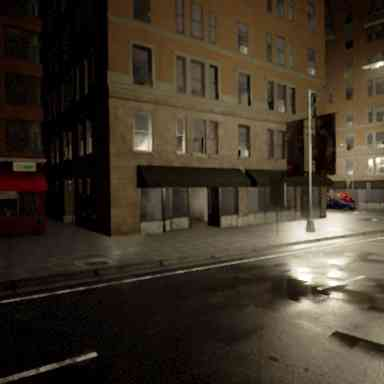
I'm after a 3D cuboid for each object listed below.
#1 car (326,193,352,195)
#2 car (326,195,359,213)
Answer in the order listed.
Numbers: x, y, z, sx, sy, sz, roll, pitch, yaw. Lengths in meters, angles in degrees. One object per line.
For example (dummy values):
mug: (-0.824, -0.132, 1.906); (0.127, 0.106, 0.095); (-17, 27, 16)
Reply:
car: (17.560, 1.038, 41.502); (2.192, 1.841, 5.009); (0, 1, -44)
car: (15.292, 1.358, 35.547); (1.812, 1.442, 4.674); (-1, 2, -43)
